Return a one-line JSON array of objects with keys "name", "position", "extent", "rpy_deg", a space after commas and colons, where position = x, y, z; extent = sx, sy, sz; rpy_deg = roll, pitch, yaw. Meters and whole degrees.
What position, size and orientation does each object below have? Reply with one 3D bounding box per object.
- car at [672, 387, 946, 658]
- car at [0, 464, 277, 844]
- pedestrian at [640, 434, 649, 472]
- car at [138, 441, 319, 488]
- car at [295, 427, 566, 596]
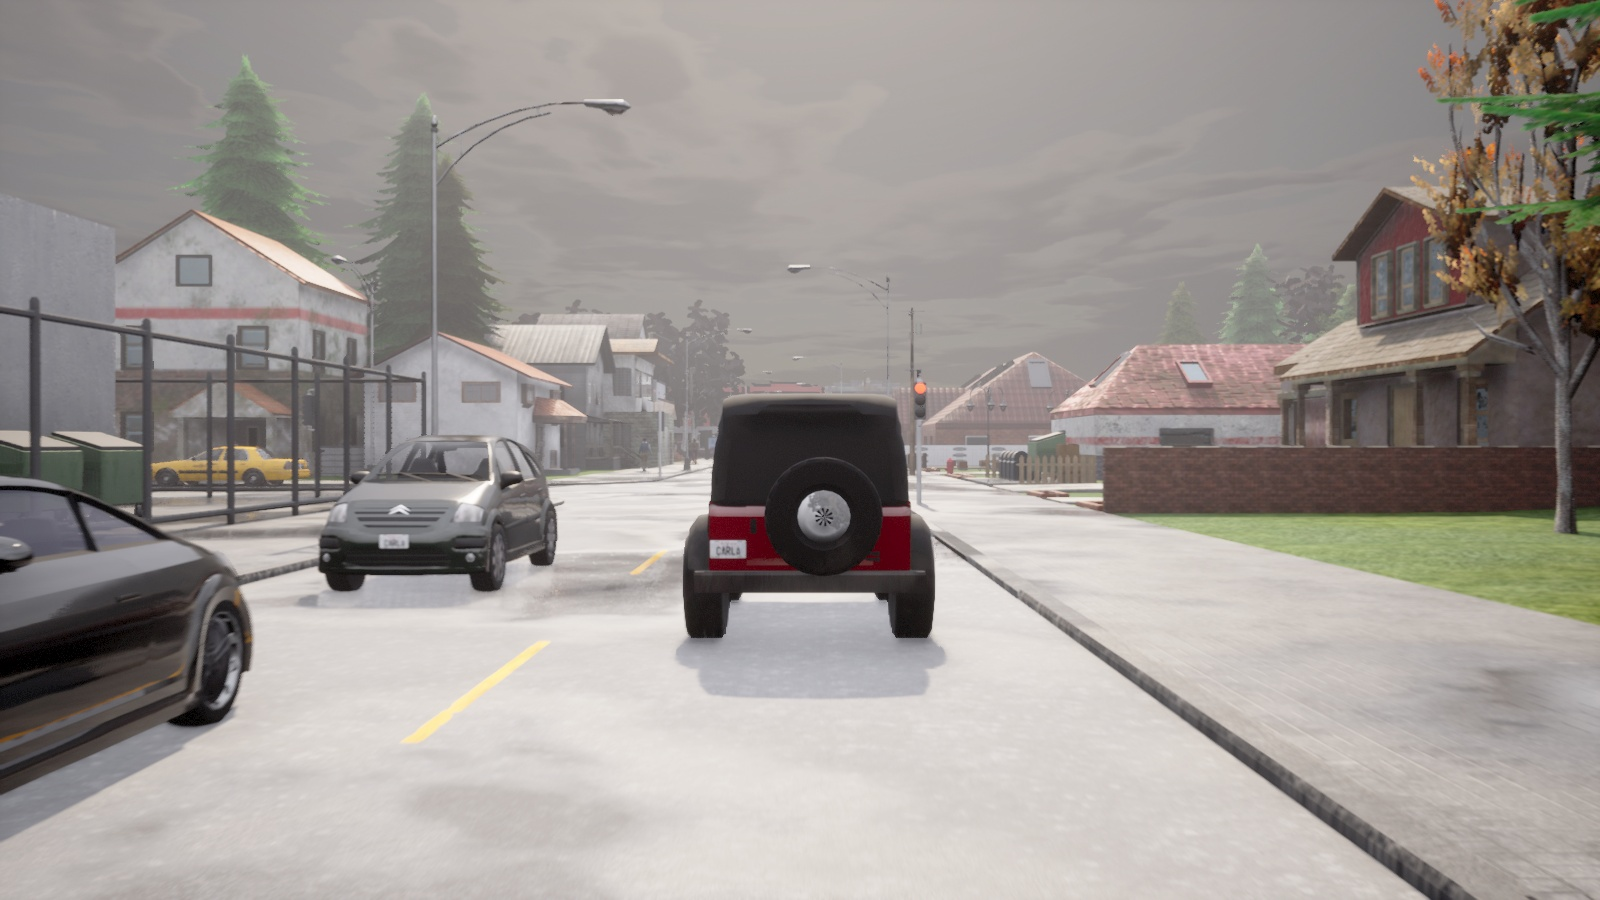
[{"name": "car", "position": [0.073, 0.495, 10.657], "extent": [1.905, 1.878, 3.866], "rpy_deg": [0, 0, 0]}, {"name": "car", "position": [-4.013, 0.784, 5.229], "extent": [1.994, 1.385, 4.181], "rpy_deg": [0, 0, -1]}, {"name": "pedestrian", "position": [-8.002, 0.164, 64.589], "extent": [0.423, 1.949, 0.788], "rpy_deg": [0, 0, -11]}, {"name": "car", "position": [-19.476, 0.480, 42.914], "extent": [5.366, 1.575, 1.801], "rpy_deg": [0, 0, 0]}, {"name": "car", "position": [-3.912, 0.580, 14.038], "extent": [1.851, 1.617, 3.988], "rpy_deg": [0, 0, 0]}]
